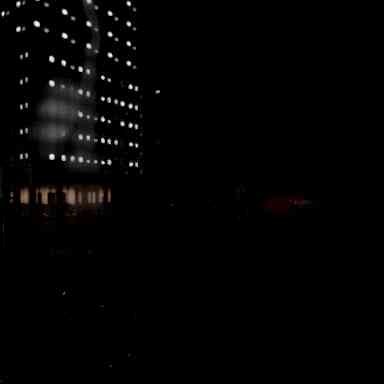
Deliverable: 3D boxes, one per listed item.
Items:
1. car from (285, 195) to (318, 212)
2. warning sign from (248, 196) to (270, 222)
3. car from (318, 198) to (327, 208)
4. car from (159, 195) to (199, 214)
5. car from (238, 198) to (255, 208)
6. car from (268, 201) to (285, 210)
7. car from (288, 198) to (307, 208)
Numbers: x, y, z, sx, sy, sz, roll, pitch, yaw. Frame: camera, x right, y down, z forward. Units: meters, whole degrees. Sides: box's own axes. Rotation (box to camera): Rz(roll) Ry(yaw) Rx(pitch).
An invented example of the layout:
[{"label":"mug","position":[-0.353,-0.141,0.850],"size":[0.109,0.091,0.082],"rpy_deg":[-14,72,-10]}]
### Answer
[{"label":"car","position":[14.459,1.446,43.616],"size":[2.150,2.045,5.566],"rpy_deg":[0,0,34]},{"label":"warning sign","position":[4.893,1.209,24.324],"size":[1.300,1.860,1.060],"rpy_deg":[0,0,34]},{"label":"car","position":[19.959,1.758,52.443],"size":[1.882,1.535,5.008],"rpy_deg":[0,0,31]},{"label":"car","position":[-1.389,1.364,37.674],"size":[2.150,2.045,5.566],"rpy_deg":[0,0,34]},{"label":"car","position":[9.034,1.817,53.293],"size":[1.837,1.490,4.892],"rpy_deg":[0,0,32]},{"label":"car","position":[12.172,1.830,46.057],"size":[1.895,1.301,4.718],"rpy_deg":[0,0,33]},{"label":"car","position":[17.178,1.807,54.126],"size":[1.812,1.442,4.674],"rpy_deg":[0,0,31]}]
